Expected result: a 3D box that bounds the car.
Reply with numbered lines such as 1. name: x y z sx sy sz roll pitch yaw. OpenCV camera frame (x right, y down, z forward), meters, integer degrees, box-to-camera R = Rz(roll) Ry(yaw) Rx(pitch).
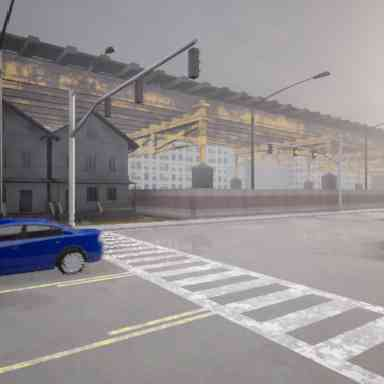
1. car: -4.920 1.477 8.918 5.008 1.535 1.882 0 0 -33
